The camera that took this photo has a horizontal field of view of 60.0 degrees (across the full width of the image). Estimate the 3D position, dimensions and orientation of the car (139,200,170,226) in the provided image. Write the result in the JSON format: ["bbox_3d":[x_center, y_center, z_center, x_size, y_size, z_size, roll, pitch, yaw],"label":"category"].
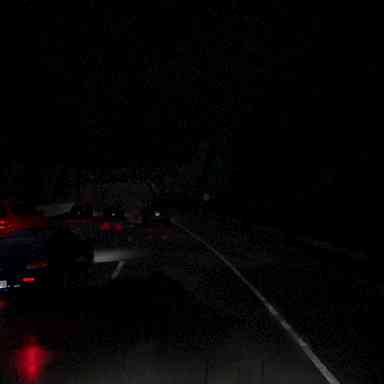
[{"bbox_3d":[-2.805,1.685,25.664,2.033,1.649,4.856,0,-1,-9],"label":"car"}]

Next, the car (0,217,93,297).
[{"bbox_3d":[-3.902,1.632,8.688,1.812,1.442,4.674,0,-1,-5],"label":"car"}]

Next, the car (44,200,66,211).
[{"bbox_3d":[-21.939,2.123,53.374,2.128,1.511,4.902,0,0,-9],"label":"car"}]

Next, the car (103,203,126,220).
[{"bbox_3d":[-7.448,1.836,32.088,2.128,1.511,4.902,0,-1,-10],"label":"car"}]

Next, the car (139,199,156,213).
[{"bbox_3d":[-6.057,1.804,44.565,2.097,1.767,4.553,0,-1,-10],"label":"car"}]

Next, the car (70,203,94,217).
[{"bbox_3d":[-11.507,1.888,35.025,2.128,1.511,4.902,0,-1,-10],"label":"car"}]

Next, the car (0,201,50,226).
[{"bbox_3d":[-8.054,1.407,14.623,2.150,2.045,5.566,0,-1,-8],"label":"car"}]

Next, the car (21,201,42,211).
[{"bbox_3d":[-25.373,2.210,52.691,1.994,1.385,4.181,0,0,-9],"label":"car"}]
